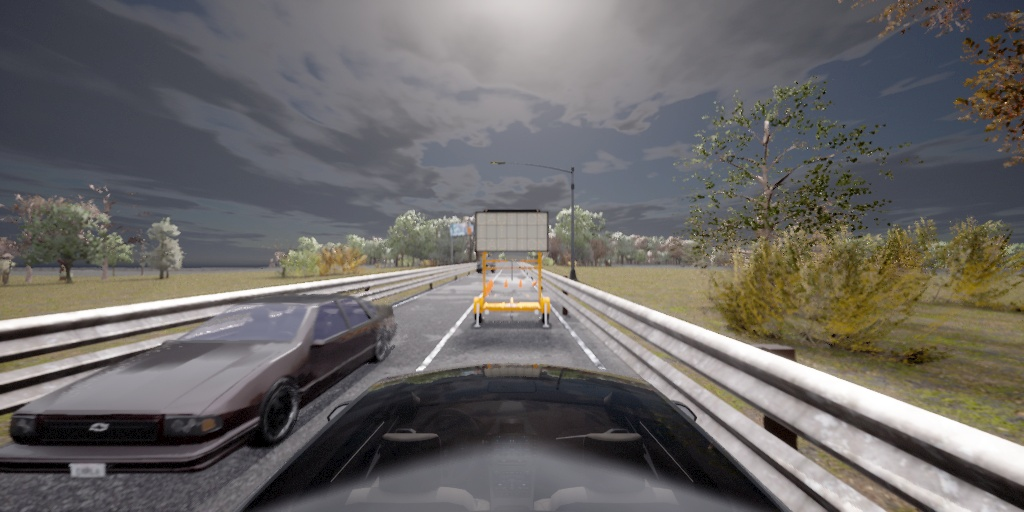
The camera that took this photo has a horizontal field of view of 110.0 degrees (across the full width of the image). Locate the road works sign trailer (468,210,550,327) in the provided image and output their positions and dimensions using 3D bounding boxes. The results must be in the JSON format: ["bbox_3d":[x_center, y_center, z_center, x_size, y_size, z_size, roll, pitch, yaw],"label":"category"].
[{"bbox_3d":[-0.001,0.281,11.817,2.380,3.560,2.880,0,0,0],"label":"road works sign trailer"}]

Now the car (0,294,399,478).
[{"bbox_3d":[-3.354,1.322,5.496,2.033,1.411,5.357,0,0,0],"label":"car"}]

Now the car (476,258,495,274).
[{"bbox_3d":[-3.395,1.272,47.312,2.150,2.045,5.566,0,0,0],"label":"car"}]
